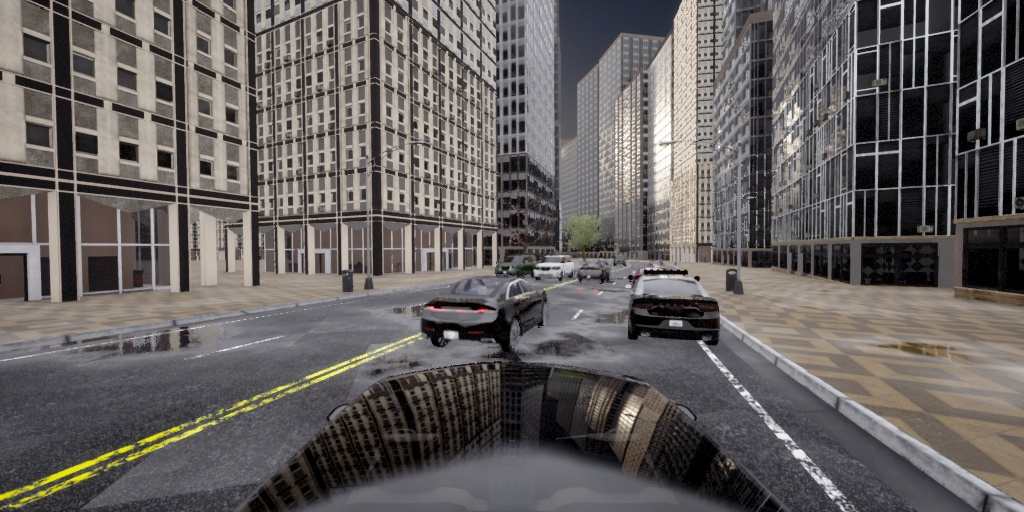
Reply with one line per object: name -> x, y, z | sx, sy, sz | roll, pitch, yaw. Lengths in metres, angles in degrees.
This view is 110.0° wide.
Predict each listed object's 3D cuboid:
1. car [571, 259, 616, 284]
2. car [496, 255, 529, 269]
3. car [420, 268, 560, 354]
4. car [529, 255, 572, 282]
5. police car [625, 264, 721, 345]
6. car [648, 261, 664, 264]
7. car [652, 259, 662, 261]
car -> 6.224, 1.223, 26.901 | 2.128, 1.511, 4.902 | 0, 0, 22
car -> 0.504, 0.938, 30.643 | 2.150, 2.045, 5.566 | 0, 0, 23
car -> -0.378, 1.237, 8.920 | 2.128, 1.511, 4.902 | 0, 0, 18
car -> 3.580, 0.945, 29.574 | 2.150, 2.045, 5.566 | 0, 0, 23
police car -> 4.163, 1.172, 9.780 | 1.930, 1.638, 5.238 | 0, 0, 18
car -> 7.394, 1.221, 18.865 | 1.882, 1.535, 5.008 | 0, 0, 21
car -> 18.285, 1.270, 45.653 | 2.033, 1.411, 5.357 | 0, 0, 26
